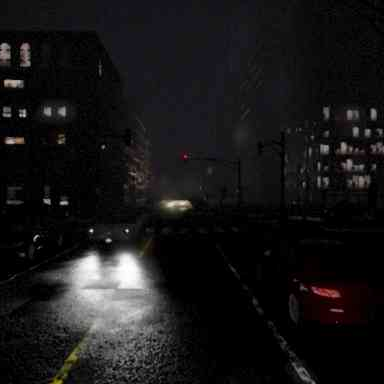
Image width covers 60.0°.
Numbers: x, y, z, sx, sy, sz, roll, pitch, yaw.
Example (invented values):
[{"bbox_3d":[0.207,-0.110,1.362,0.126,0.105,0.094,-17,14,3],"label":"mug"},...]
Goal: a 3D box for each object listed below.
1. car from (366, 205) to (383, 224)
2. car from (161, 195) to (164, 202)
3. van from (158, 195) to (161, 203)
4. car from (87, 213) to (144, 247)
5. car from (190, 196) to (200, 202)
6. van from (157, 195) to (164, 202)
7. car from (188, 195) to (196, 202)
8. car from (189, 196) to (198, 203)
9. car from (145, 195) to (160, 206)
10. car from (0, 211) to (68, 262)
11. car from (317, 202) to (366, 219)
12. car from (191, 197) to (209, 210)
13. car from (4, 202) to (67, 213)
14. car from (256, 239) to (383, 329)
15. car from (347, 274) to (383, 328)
[{"bbox_3d":[15.967,1.792,24.987,4.403,1.369,2.008,0,0,-1],"label":"car"},{"bbox_3d":[-8.119,1.805,78.422,1.887,1.381,4.507,-1,0,-2],"label":"car"},{"bbox_3d":[-7.772,1.574,67.137,1.690,1.788,3.998,-1,0,-2],"label":"van"},{"bbox_3d":[-3.443,1.665,15.663,1.895,1.301,4.718,0,0,-2],"label":"car"},{"bbox_3d":[1.097,1.621,50.499,1.967,1.590,4.097,-1,0,-2],"label":"car"},{"bbox_3d":[-8.471,1.626,89.711,1.690,1.788,3.998,-1,0,-2],"label":"van"},{"bbox_3d":[0.054,1.710,84.358,1.967,1.590,4.097,-1,0,-2],"label":"car"},{"bbox_3d":[0.222,1.698,78.714,1.967,1.590,4.097,-1,0,-2],"label":"car"},{"bbox_3d":[-7.594,1.783,61.493,1.947,1.339,4.313,-1,0,-2],"label":"car"},{"bbox_3d":[-6.063,1.602,12.093,2.008,1.369,4.403,-1,0,-2],"label":"car"},{"bbox_3d":[14.182,1.671,30.873,4.892,1.490,1.837,0,1,-1],"label":"car"},{"bbox_3d":[1.273,1.709,44.856,1.887,1.381,4.507,-1,0,-2],"label":"car"},{"bbox_3d":[-12.698,1.583,27.209,4.902,1.511,2.128,0,1,-1],"label":"car"},{"bbox_3d":[2.486,1.609,6.811,1.802,1.307,4.206,-1,0,-2],"label":"car"},{"bbox_3d":[2.658,1.549,1.233,1.887,1.381,4.507,-1,0,-2],"label":"car"}]
